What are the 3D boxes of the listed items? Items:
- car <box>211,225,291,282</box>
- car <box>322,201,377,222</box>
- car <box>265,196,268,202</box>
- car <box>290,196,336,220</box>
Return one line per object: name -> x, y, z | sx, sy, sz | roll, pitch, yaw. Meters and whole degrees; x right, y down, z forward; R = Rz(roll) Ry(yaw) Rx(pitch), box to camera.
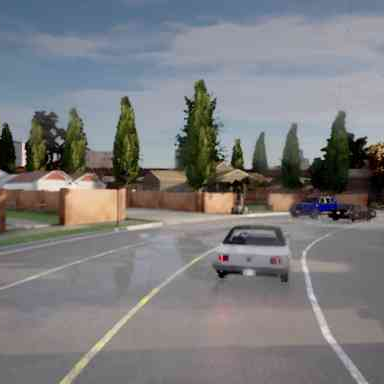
car -> 1.989, 1.641, 10.066 | 1.895, 1.301, 4.718 | 0, 0, 16
car -> 13.284, 1.685, 27.459 | 5.357, 1.411, 2.033 | 1, -1, -40
car -> 13.498, 1.039, 55.456 | 1.816, 1.474, 4.193 | -2, 0, -4
car -> 11.291, 1.381, 30.488 | 5.566, 2.045, 2.150 | 1, -1, -39
